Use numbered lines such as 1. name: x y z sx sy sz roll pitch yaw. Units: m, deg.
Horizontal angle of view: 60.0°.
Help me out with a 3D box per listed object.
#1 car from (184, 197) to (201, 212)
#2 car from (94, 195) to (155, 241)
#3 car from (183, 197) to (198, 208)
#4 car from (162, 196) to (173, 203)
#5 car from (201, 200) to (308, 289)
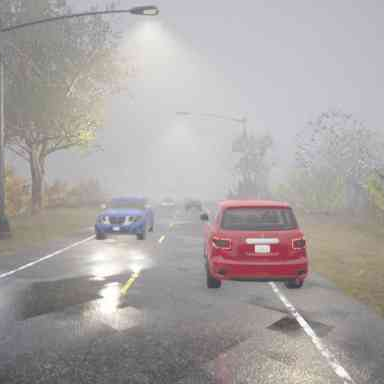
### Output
1. car: 0.152 1.434 38.554 1.837 1.490 4.892 0 0 -2
2. car: -3.215 1.204 16.975 2.150 2.045 5.566 0 0 0
3. car: -0.239 1.447 48.908 2.033 1.411 5.357 0 0 -2
4. car: -4.651 1.411 63.785 1.994 1.385 4.181 0 0 -4
5. car: 1.449 1.215 9.288 2.150 2.045 5.566 0 0 1
